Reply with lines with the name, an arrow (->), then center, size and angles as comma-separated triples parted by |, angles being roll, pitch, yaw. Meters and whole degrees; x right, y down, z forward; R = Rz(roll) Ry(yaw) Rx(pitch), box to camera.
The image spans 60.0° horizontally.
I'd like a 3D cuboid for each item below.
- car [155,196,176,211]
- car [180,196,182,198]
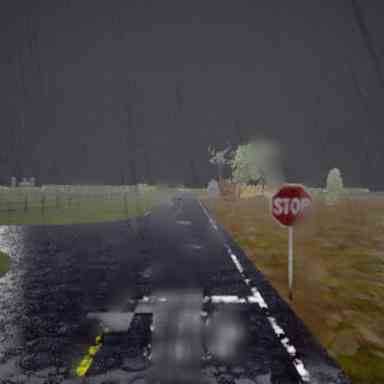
car -> -2.749, 1.275, 35.019 | 1.994, 1.385, 4.181 | 0, 1, 0
car -> -2.753, 0.879, 61.277 | 2.033, 1.411, 5.357 | 0, 0, 0
